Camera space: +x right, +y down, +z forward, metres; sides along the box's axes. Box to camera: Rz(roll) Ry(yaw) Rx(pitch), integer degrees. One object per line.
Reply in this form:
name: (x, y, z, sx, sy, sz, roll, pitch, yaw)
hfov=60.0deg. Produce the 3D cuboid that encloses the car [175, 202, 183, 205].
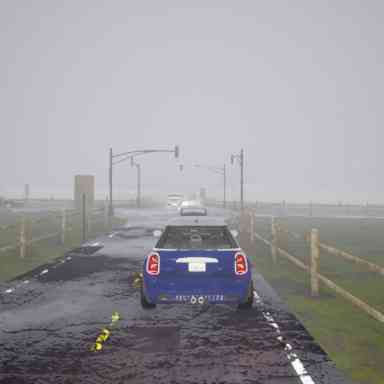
car: (0.080, 1.507, 17.196, 1.837, 1.490, 4.892, 0, 0, 0)

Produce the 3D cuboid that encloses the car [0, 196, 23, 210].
car: (-21.078, 1.112, 36.297, 5.008, 1.535, 1.882, 1, 0, 0)

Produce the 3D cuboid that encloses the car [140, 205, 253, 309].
car: (0.090, 1.353, 8.030, 2.097, 1.767, 4.553, 0, 0, 0)

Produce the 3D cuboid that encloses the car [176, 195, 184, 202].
car: (-2.757, 1.549, 79.402, 1.812, 1.442, 4.674, 0, 0, 0)

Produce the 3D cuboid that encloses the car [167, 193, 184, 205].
car: (-2.903, 1.235, 55.214, 2.150, 2.045, 5.566, 0, 0, 0)

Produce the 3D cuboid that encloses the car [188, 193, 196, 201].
car: (0.015, 1.254, 87.648, 2.150, 2.045, 5.566, 0, 0, 0)
